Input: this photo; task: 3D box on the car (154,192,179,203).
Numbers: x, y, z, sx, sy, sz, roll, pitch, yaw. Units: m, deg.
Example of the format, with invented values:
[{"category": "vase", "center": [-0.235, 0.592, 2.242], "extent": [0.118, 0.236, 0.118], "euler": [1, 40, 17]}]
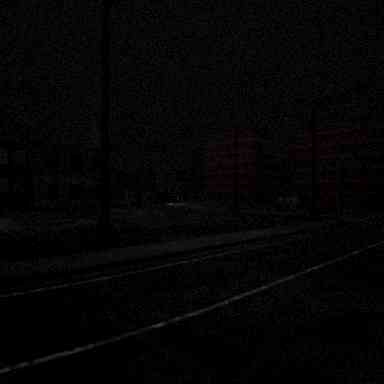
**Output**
[{"category": "car", "center": [-5.004, 1.119, 64.517], "extent": [5.566, 2.045, 2.150], "euler": [1, 0, 45]}]
